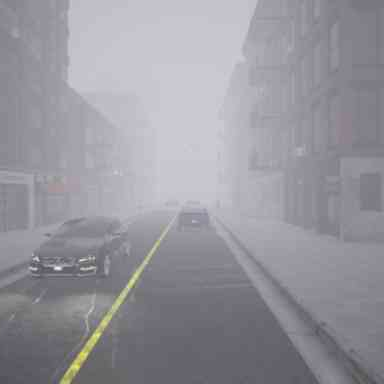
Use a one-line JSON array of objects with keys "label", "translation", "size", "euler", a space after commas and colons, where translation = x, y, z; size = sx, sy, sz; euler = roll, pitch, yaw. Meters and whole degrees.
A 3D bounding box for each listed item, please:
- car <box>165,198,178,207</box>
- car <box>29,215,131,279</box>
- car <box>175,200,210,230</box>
[{"label": "car", "translation": [-3.059, 1.603, 51.775], "size": [1.895, 1.301, 4.718], "euler": [0, 0, 0]}, {"label": "car", "translation": [-3.098, 1.508, 10.113], "size": [1.837, 1.490, 4.892], "euler": [0, 0, 0]}, {"label": "car", "translation": [0.104, 1.483, 21.216], "size": [1.882, 1.535, 5.008], "euler": [0, 0, 0]}]
